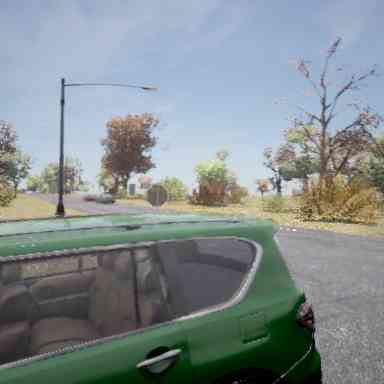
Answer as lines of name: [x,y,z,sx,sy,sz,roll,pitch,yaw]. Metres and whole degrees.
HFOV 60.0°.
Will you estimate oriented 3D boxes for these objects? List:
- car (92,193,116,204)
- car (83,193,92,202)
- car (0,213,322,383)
car: [-12.770,1.020,49.061,2.033,1.411,5.357,1,0,-29]
car: [-17.440,0.926,57.445,1.994,1.385,4.181,1,0,-29]
car: [-1.579,1.260,2.373,5.566,2.045,2.150,-1,0,-29]
